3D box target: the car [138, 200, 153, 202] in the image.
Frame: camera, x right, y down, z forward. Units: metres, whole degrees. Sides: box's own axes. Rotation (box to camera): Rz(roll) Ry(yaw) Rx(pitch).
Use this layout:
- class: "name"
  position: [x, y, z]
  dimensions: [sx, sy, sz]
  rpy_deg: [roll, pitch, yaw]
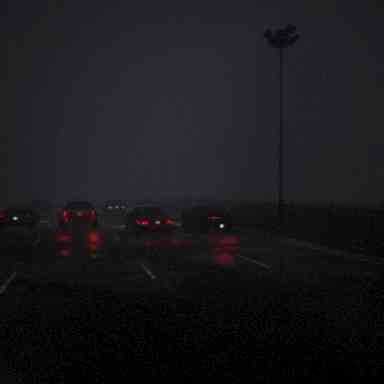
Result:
- class: "car"
  position: [-5.170, 1.552, 36.253]
  dimensions: [1.895, 1.301, 4.718]
  rpy_deg: [0, 0, -20]

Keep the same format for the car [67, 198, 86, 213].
- class: "car"
  position: [-12.671, 1.418, 36.446]
  dimensions: [1.882, 1.535, 5.008]
  rpy_deg: [0, 0, -20]

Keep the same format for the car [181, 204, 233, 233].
- class: "car"
  position: [0.743, 1.486, 19.692]
  dimensions: [1.837, 1.490, 4.892]
  rpy_deg: [0, 1, -20]

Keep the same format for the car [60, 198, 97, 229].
- class: "car"
  position: [-7.336, 1.317, 21.513]
  dimensions: [2.097, 1.767, 4.553]
  rpy_deg: [0, 0, -20]

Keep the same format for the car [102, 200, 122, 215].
- class: "car"
  position: [-7.861, 1.498, 33.380]
  dimensions: [2.033, 1.411, 5.357]
  rpy_deg: [0, 0, -20]

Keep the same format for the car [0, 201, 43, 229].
- class: "car"
  position: [-10.968, 1.523, 21.281]
  dimensions: [1.994, 1.385, 4.181]
  rpy_deg: [0, 0, -20]

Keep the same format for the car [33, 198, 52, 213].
- class: "car"
  position: [-15.949, 1.414, 35.218]
  dimensions: [1.882, 1.535, 5.008]
  rpy_deg: [0, 0, -20]

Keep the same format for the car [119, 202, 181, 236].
- class: "car"
  position: [-2.494, 1.523, 18.356]
  dimensions: [2.033, 1.411, 5.357]
  rpy_deg: [0, 0, -20]
